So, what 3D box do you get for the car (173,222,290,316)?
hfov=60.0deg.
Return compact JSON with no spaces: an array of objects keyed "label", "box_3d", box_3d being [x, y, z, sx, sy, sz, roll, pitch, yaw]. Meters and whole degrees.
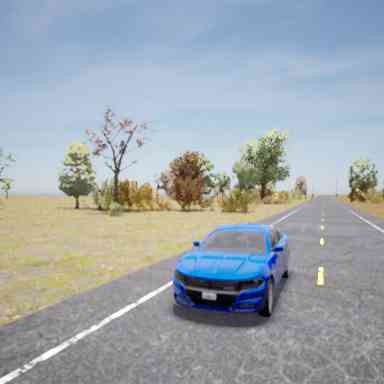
[{"label":"car","box_3d":[1.225,1.539,8.046,1.882,1.535,5.008,0,0,22]}]
